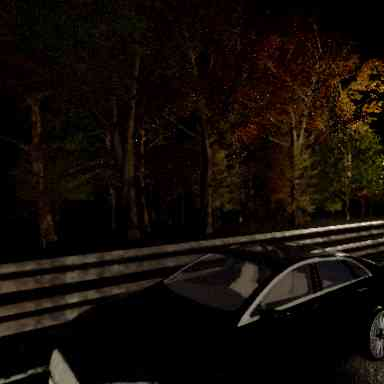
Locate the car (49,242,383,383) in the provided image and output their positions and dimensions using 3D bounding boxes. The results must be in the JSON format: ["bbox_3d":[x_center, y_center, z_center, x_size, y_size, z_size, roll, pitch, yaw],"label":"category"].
[{"bbox_3d":[0.822,1.475,4.270,4.902,1.511,2.128,0,0,-36],"label":"car"}]
